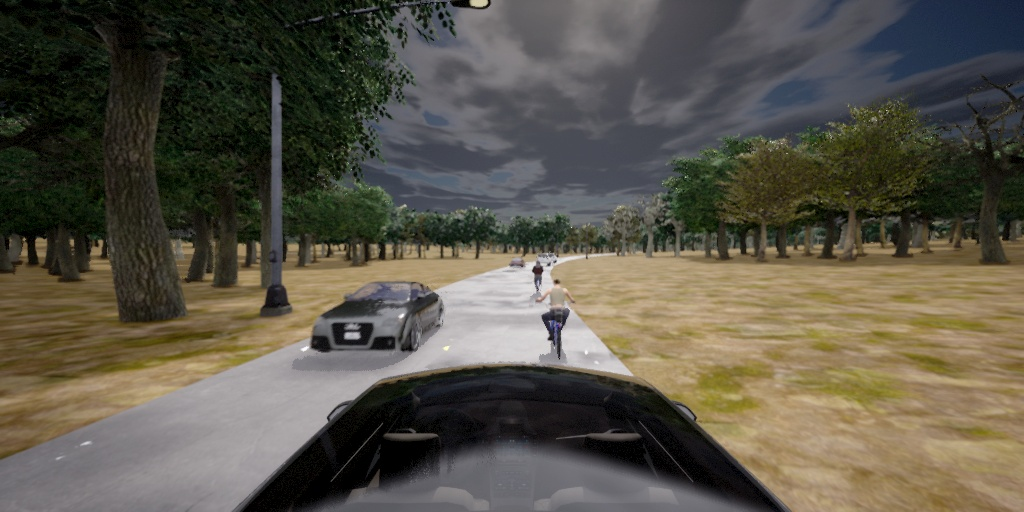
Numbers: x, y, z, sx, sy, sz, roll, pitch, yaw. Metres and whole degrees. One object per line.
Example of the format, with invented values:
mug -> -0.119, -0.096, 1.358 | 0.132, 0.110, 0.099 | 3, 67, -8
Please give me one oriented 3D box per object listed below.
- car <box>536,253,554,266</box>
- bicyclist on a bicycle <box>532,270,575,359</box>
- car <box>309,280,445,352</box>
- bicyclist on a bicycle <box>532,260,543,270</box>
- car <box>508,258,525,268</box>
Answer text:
car -> 5.333, 0.606, 59.890 | 2.150, 2.045, 5.566 | 0, 0, 10
bicyclist on a bicycle -> 0.920, 1.184, 7.447 | 0.866, 1.612, 1.509 | 0, 0, 1
car -> -2.955, 1.307, 8.732 | 1.994, 1.385, 4.181 | 0, 0, 1
bicyclist on a bicycle -> 1.326, 1.091, 18.335 | 0.659, 1.776, 1.843 | 0, 1, 3
car -> 0.811, 0.979, 52.006 | 1.812, 1.442, 4.674 | 0, 1, 9
